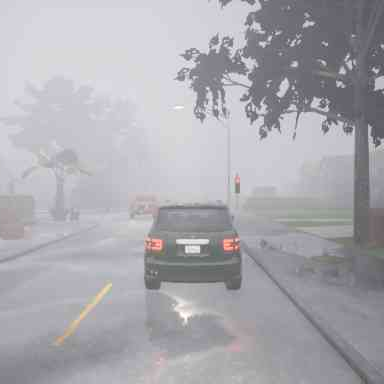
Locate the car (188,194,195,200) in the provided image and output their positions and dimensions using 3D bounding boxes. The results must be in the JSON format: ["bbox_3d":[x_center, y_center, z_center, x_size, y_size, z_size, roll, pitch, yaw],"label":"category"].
[{"bbox_3d":[-0.007,1.356,88.183,1.812,1.442,4.674,0,0,0],"label":"car"}]

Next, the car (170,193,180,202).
[{"bbox_3d":[-4.006,1.219,78.795,2.150,2.045,5.566,0,0,0],"label":"car"}]

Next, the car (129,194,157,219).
[{"bbox_3d":[-4.102,1.220,29.679,2.150,2.045,5.566,0,0,0],"label":"car"}]

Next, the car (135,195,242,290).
[{"bbox_3d":[0.036,1.221,9.228,2.150,2.045,5.566,0,0,0],"label":"car"}]

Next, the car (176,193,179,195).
[{"bbox_3d":[-4.032,1.492,66.595,2.128,1.511,4.902,0,0,1],"label":"car"}]

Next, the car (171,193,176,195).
[{"bbox_3d":[-4.096,1.352,52.463,2.097,1.767,4.553,0,0,0],"label":"car"}]
